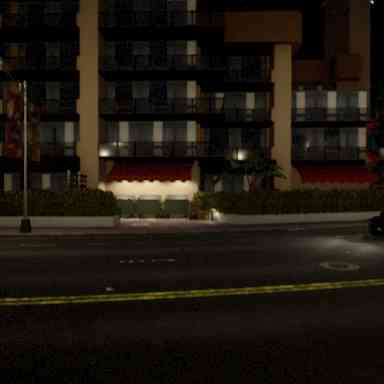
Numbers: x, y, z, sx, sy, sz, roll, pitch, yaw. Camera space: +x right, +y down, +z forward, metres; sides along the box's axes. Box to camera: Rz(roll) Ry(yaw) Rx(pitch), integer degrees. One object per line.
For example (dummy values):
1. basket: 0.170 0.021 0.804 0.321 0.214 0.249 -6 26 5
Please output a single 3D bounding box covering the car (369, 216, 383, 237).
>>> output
1. car: 10.687 1.371 15.666 5.008 1.535 1.882 0 1 -20
